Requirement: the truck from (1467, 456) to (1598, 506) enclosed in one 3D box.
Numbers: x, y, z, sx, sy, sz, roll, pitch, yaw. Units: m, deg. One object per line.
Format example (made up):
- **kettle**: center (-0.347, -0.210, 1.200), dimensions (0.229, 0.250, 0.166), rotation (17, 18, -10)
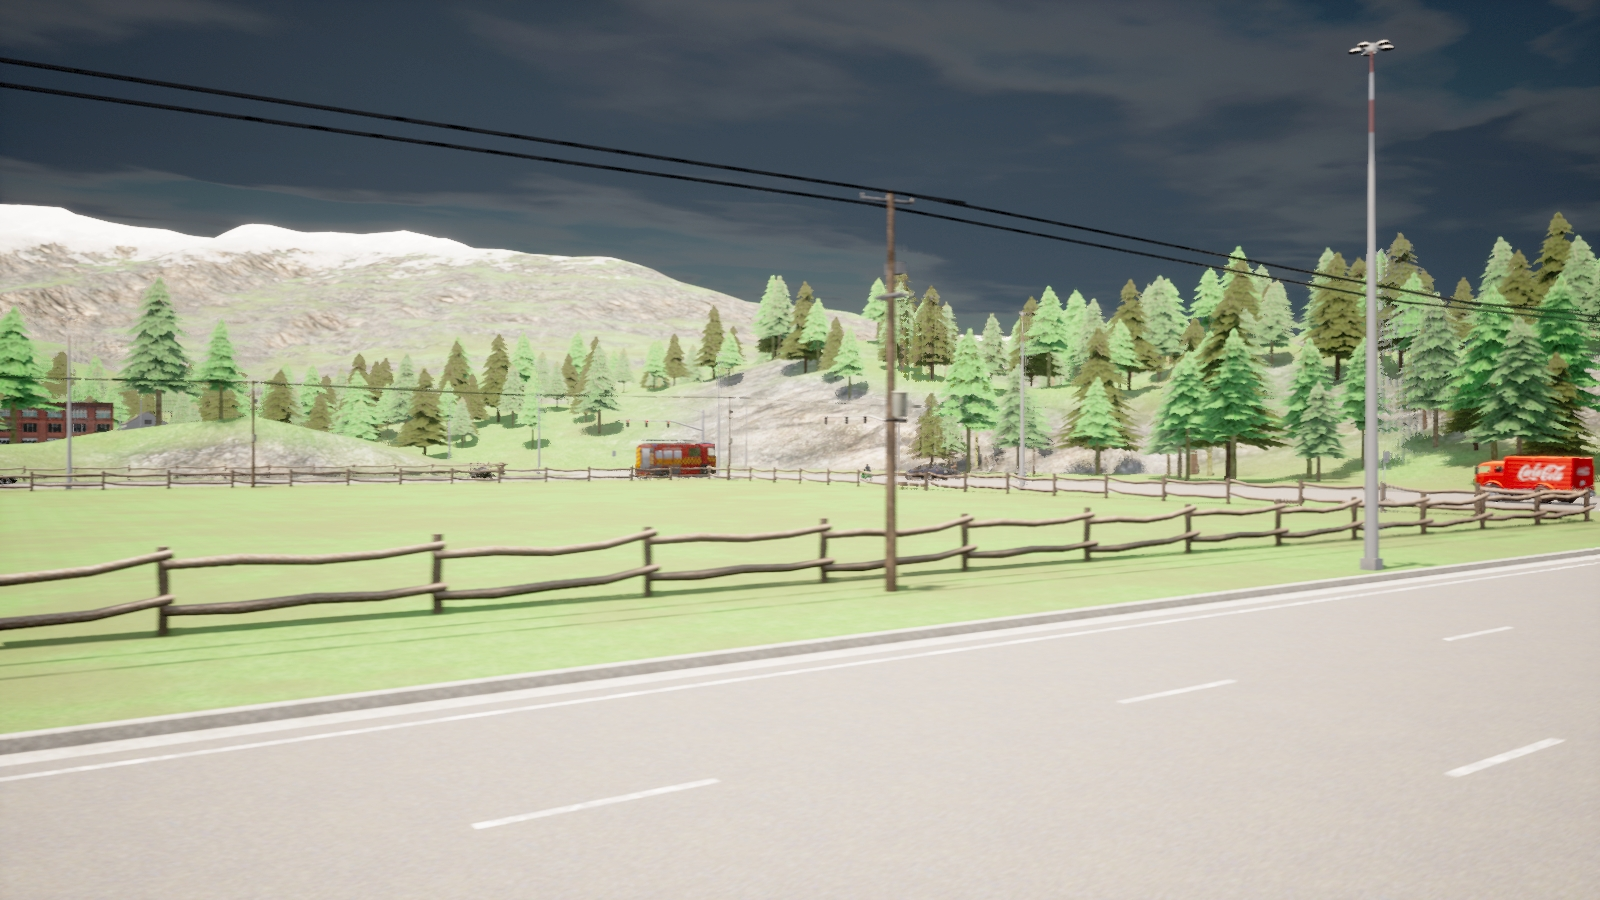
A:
- **truck**: center (38.633, 1.570, 60.415), dimensions (2.627, 2.467, 5.204), rotation (0, 0, -30)
